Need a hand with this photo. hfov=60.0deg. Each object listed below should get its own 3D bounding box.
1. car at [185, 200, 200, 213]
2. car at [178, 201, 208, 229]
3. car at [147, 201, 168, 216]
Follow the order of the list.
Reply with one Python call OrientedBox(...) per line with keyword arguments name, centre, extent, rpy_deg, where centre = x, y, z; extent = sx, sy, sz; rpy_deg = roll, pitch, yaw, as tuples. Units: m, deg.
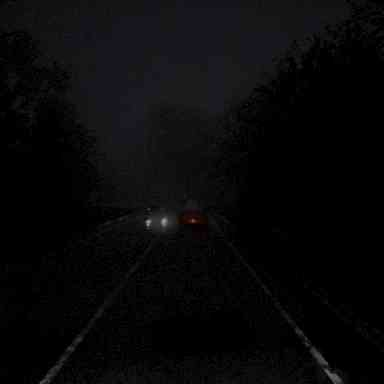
OrientedBox(name="car", centre=(0.045, 1.779, 41.076), extent=(1.812, 1.442, 4.674), rpy_deg=(0, 0, 0))
OrientedBox(name="car", centre=(0.070, 1.619, 22.873), extent=(1.882, 1.535, 5.008), rpy_deg=(0, 0, 0))
OrientedBox(name="car", centre=(-3.624, 1.699, 35.710), extent=(1.882, 1.535, 5.008), rpy_deg=(0, 0, 0))
